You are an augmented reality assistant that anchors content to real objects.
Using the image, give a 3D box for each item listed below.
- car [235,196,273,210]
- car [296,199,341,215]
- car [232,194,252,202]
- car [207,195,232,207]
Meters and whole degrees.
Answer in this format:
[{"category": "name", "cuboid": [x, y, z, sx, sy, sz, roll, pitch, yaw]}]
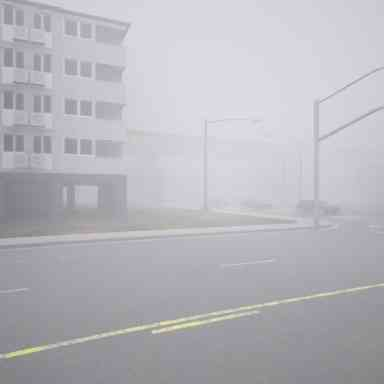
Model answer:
[{"category": "car", "cuboid": [8.147, 1.547, 42.841, 2.033, 1.411, 5.357, 0, 0, -26]}, {"category": "car", "cuboid": [12.627, 1.505, 33.521, 1.837, 1.490, 4.892, 0, 0, -25]}, {"category": "car", "cuboid": [11.082, 1.540, 75.343, 2.033, 1.411, 5.357, 0, 0, 41]}, {"category": "car", "cuboid": [3.906, 1.492, 52.784, 2.128, 1.511, 4.902, 0, 0, -18]}]
